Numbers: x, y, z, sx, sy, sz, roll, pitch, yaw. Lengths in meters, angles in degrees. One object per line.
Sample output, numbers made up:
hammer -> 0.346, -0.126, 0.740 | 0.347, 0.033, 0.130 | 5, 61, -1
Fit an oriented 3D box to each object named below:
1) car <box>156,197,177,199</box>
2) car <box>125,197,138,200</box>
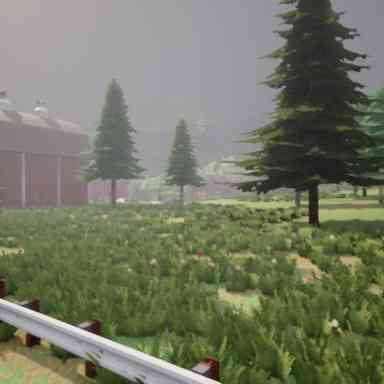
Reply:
car -> -4.151, 1.910, 64.021 | 1.837, 1.490, 4.892 | -1, -1, 36
car -> -17.072, 2.157, 93.193 | 1.816, 1.474, 4.193 | -1, 0, 35
